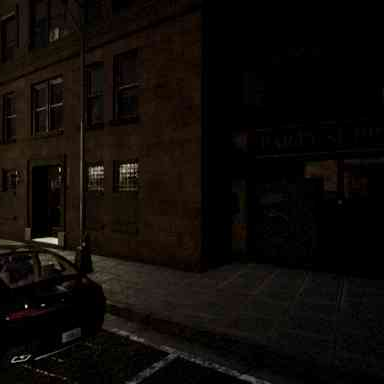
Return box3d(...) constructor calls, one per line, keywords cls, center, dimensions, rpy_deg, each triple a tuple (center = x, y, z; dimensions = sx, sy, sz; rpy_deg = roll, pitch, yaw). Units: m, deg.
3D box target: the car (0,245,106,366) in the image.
box3d(cls="car", center=(-3.274, 1.551, 5.434), dimensions=(4.403, 1.369, 2.008), rpy_deg=(0, 0, 36))
